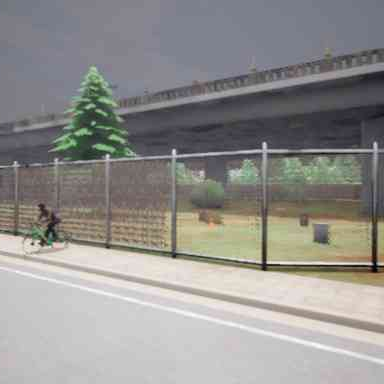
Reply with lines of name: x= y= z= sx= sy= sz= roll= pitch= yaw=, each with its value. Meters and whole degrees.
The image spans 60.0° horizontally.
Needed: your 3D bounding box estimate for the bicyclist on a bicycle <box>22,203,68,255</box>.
bicyclist on a bicycle: x=-4.733 y=1.169 z=10.830 sx=0.582 sy=1.620 sz=1.656 roll=1 pitch=0 yaw=33
